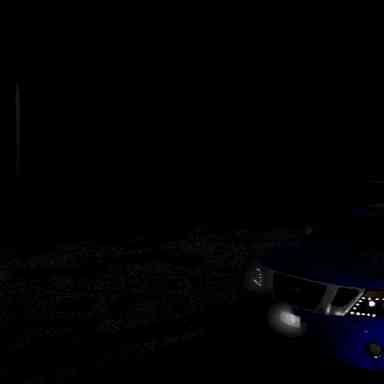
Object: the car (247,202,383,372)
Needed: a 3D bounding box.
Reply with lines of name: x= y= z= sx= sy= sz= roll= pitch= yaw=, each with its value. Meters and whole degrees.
car: x=3.461 y=1.222 z=5.730 sx=5.566 sy=2.045 sz=2.150 roll=0 pitch=0 yaw=-36
